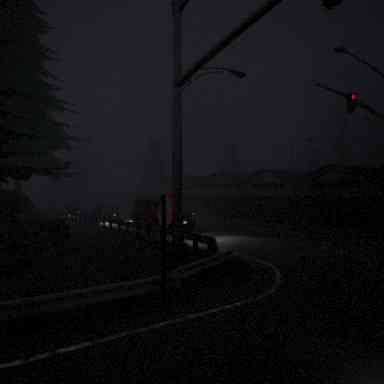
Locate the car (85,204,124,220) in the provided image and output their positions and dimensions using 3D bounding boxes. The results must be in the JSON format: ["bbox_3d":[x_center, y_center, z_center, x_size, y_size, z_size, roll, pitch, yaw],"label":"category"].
[{"bbox_3d":[-7.651,1.755,29.695,1.994,1.385,4.181,0,0,-35],"label":"car"}]

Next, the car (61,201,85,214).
[{"bbox_3d":[-13.653,1.737,38.218,2.033,1.411,5.357,0,0,-33],"label":"car"}]

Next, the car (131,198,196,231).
[{"bbox_3d":[-1.995,1.413,21.567,2.150,2.045,5.566,0,0,-35],"label":"car"}]
